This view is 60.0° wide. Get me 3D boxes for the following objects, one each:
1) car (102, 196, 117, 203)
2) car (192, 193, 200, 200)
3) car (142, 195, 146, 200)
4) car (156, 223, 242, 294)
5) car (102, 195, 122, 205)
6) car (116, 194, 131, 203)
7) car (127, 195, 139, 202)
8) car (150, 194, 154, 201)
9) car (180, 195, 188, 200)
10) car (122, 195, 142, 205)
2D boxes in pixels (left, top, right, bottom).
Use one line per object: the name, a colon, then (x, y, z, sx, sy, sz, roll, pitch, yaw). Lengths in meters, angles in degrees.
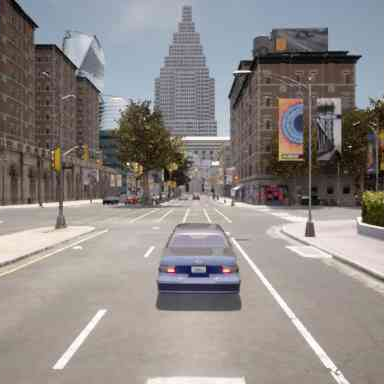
car: (-17.360, 1.595, 69.847, 1.895, 1.301, 4.718, 0, 0, 1)
car: (1.154, 1.350, 90.026, 2.097, 1.767, 4.553, 0, 0, 1)
car: (-10.612, 1.500, 69.669, 1.837, 1.490, 4.892, 0, 0, 1)
car: (0.175, 1.547, 8.947, 2.033, 1.411, 5.357, 0, 0, 1)
car: (-14.328, 1.601, 58.693, 1.895, 1.301, 4.718, 0, 0, 1)
car: (-14.124, 1.355, 68.799, 2.097, 1.767, 4.553, 0, 0, 1)
car: (-13.993, 1.478, 78.898, 1.882, 1.535, 5.008, 0, 0, 1)
car: (-10.482, 1.355, 79.657, 2.097, 1.767, 4.553, 0, 0, 1)
car: (-2.346, 1.519, 90.101, 1.812, 1.442, 4.674, 0, 0, 1)
car: (-10.809, 1.478, 59.873, 1.882, 1.535, 5.008, 0, 0, 1)
